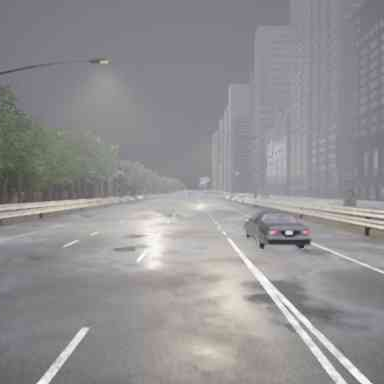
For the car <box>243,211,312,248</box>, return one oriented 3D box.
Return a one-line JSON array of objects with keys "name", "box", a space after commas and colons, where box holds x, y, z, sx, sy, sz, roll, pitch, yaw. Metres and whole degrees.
[{"name": "car", "box": [3.546, 1.546, 14.721, 2.033, 1.411, 5.357, 0, 0, 0]}]
